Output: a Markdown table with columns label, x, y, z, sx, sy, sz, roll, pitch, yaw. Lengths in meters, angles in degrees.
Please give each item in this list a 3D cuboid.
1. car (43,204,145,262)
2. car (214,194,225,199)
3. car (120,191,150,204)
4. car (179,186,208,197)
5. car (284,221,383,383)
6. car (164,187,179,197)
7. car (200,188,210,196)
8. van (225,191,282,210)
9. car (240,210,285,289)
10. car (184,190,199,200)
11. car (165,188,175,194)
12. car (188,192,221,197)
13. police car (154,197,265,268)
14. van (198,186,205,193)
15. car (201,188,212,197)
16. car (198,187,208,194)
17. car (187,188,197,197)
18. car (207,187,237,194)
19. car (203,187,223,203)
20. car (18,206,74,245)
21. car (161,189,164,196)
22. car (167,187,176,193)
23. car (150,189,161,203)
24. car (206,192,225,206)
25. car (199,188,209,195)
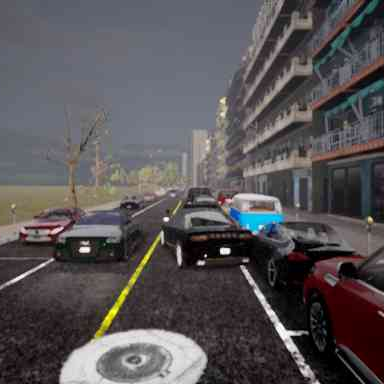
| label | x | y | z | sx | sy | sz | roll | pitch | yaw |
| --- | --- | --- | --- | --- | --- | --- | --- | --- | --- |
| car | -2.860 | 1.303 | 10.872 | 1.994 | 1.385 | 4.181 | 0 | 1 | 0 |
| car | 2.558 | 1.052 | 19.831 | 1.752 | 1.417 | 4.829 | 1 | 1 | 0 |
| car | -5.331 | 0.841 | 30.443 | 1.947 | 1.339 | 4.313 | 1 | 1 | 0 |
| car | 0.360 | 0.585 | 26.654 | 2.150 | 2.045 | 5.566 | 0 | 1 | -5 |
| car | 2.574 | 1.248 | 2.678 | 2.192 | 1.841 | 5.009 | 1 | 1 | 0 |
| car | -2.872 | 0.295 | 51.909 | 1.812 | 1.442 | 4.674 | 0 | 1 | 0 |
| car | 2.523 | -0.015 | 65.107 | 1.752 | 1.417 | 4.829 | 1 | 1 | 0 |
| van | 2.565 | 1.006 | 13.997 | 1.690 | 1.788 | 3.998 | 1 | 1 | 0 |
| car | 2.566 | 1.365 | 8.343 | 1.947 | 1.339 | 4.313 | 1 | 1 | 0 |
| car | -0.026 | 0.397 | 48.490 | 2.033 | 1.411 | 5.357 | 0 | 1 | 0 |
| car | -5.370 | -0.371 | 81.314 | 2.008 | 1.369 | 4.403 | 1 | 1 | 0 |
| car | 0.808 | 1.011 | 20.724 | 1.837 | 1.490 | 4.892 | 0 | 1 | 0 |
| police car | 0.199 | 1.171 | 10.578 | 1.930 | 1.638 | 5.238 | 0 | 1 | -14 |
| van | 2.508 | -0.726 | 87.570 | 1.690 | 1.788 | 3.998 | 1 | 1 | 0 |
| car | 2.527 | 0.118 | 59.447 | 1.752 | 1.417 | 4.829 | 1 | 1 | 0 |
| car | 2.515 | -0.362 | 76.253 | 1.967 | 1.590 | 4.097 | 1 | 1 | 0 |
| car | -0.049 | 0.050 | 62.326 | 1.812 | 1.442 | 4.674 | 0 | 1 | 0 |
| car | 2.556 | 0.712 | 25.316 | 2.192 | 1.841 | 5.009 | 1 | 1 | 0 |
| car | 2.543 | 0.311 | 42.294 | 2.192 | 1.841 | 5.009 | 1 | 1 | 0 |
| car | -5.318 | 1.259 | 13.485 | 1.802 | 1.307 | 4.206 | 1 | 1 | 0 |
| car | -5.352 | 0.139 | 58.534 | 1.752 | 1.417 | 4.829 | 1 | 1 | 0 |
| car | -5.374 | -0.503 | 86.966 | 2.008 | 1.369 | 4.403 | 1 | 1 | 0 |
| car | -5.340 | 0.590 | 41.748 | 1.802 | 1.307 | 4.206 | 1 | 1 | 0 |
| car | 2.544 | 0.711 | 36.641 | 1.802 | 1.307 | 4.206 | 1 | 1 | 0 |
| car | 2.519 | -0.119 | 70.596 | 2.008 | 1.369 | 4.403 | 1 | 1 | 0 |
